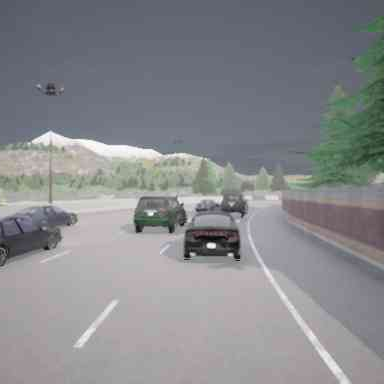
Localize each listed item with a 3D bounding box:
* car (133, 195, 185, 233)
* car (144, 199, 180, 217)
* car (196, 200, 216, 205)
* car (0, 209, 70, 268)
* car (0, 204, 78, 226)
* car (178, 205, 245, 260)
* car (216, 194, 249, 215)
[{"bbox_3d":[-1.771,1.210,19.817,2.150,2.045,5.566,0,0,8],"label":"car"},{"bbox_3d":[-2.818,1.470,32.544,2.128,1.511,4.902,0,0,14],"label":"car"},{"bbox_3d":[1.754,1.530,36.158,2.033,1.411,5.357,0,0,15],"label":"car"},{"bbox_3d":[-6.375,1.533,11.137,2.033,1.411,5.357,0,0,5],"label":"car"},{"bbox_3d":[-8.875,1.525,19.963,2.033,1.411,5.357,0,0,8],"label":"car"},{"bbox_3d":[0.812,1.472,12.530,1.882,1.535,5.008,0,0,5],"label":"car"},{"bbox_3d":[4.052,1.209,31.322,2.150,2.045,5.566,0,0,14],"label":"car"}]
